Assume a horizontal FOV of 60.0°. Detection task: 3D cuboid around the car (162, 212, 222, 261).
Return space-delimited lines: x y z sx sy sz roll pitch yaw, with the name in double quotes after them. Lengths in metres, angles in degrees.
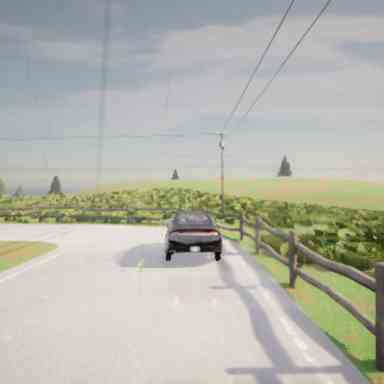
-0.055 1.479 12.322 2.128 1.511 4.902 0 0 -3 "car"
